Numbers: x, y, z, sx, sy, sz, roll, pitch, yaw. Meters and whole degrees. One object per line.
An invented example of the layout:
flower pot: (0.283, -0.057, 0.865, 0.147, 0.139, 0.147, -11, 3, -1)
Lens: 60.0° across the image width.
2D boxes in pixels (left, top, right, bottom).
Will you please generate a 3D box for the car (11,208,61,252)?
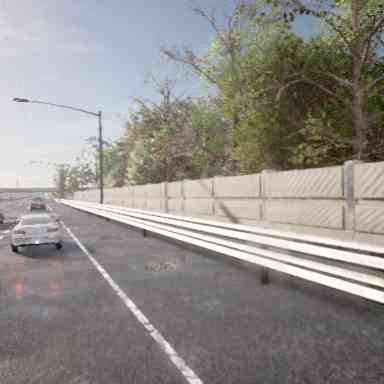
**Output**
car: (-6.873, 1.677, 14.759, 1.812, 1.442, 4.674, -1, 0, -25)

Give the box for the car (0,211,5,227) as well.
car: (-15.442, 1.892, 25.259, 2.033, 1.411, 5.357, -1, 0, -25)

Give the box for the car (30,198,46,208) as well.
car: (-22.175, 1.985, 48.046, 1.882, 1.535, 5.008, -1, 0, -25)
